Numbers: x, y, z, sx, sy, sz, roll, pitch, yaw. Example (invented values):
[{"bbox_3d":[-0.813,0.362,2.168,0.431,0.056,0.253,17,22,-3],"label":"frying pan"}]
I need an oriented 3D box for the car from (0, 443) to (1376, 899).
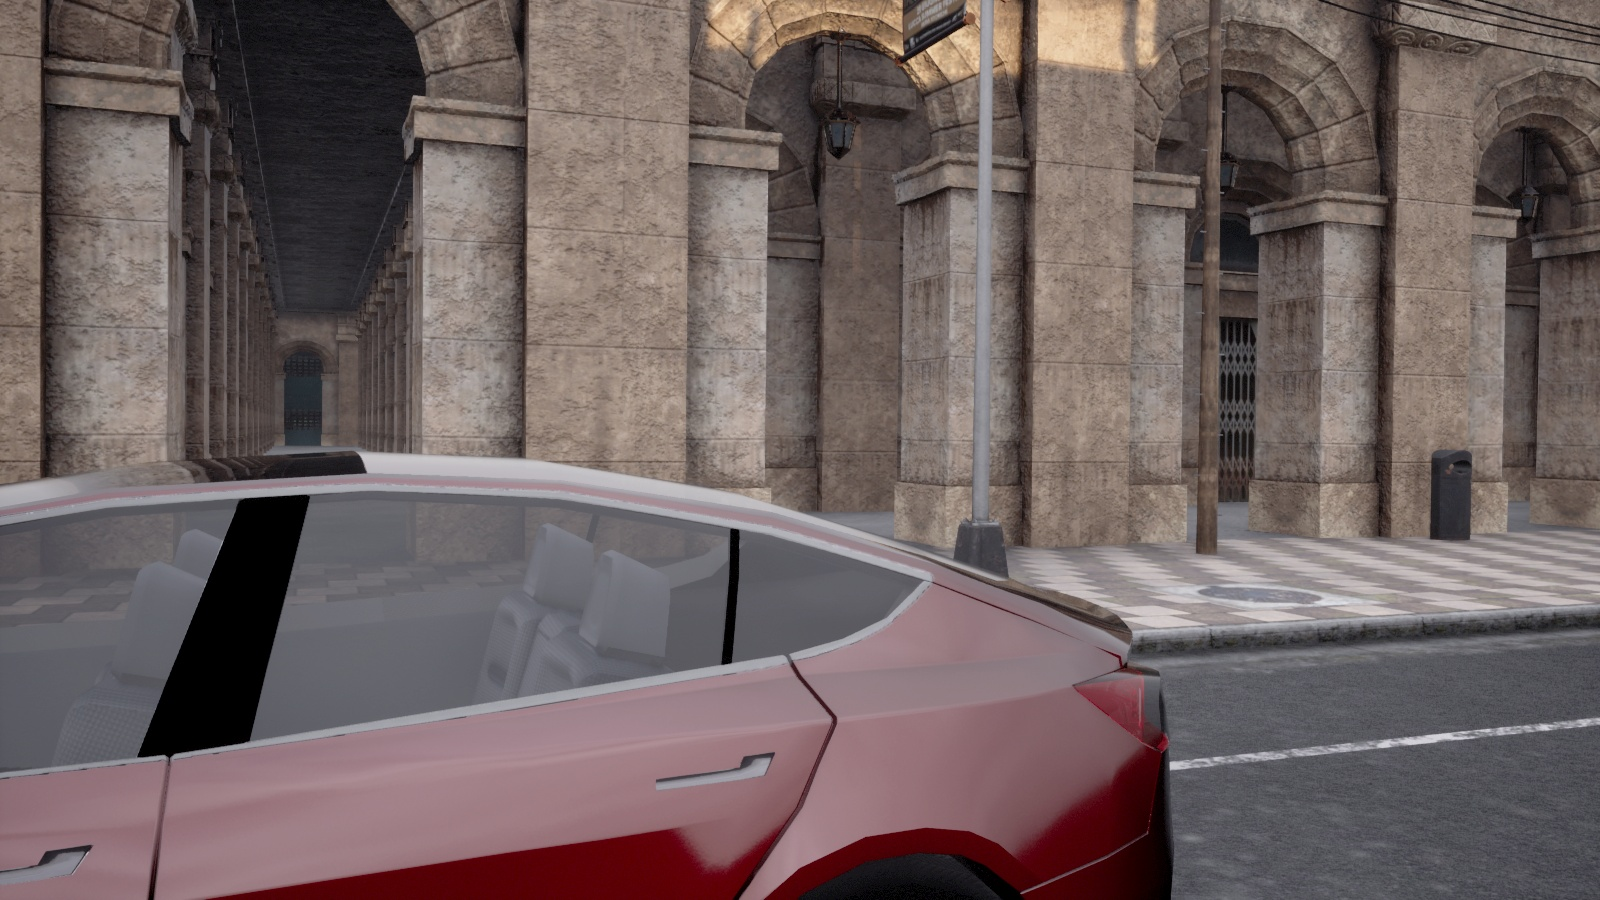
[{"bbox_3d":[-1.450,0.769,2.707,4.792,1.488,2.163,-1,1,-21],"label":"car"}]
